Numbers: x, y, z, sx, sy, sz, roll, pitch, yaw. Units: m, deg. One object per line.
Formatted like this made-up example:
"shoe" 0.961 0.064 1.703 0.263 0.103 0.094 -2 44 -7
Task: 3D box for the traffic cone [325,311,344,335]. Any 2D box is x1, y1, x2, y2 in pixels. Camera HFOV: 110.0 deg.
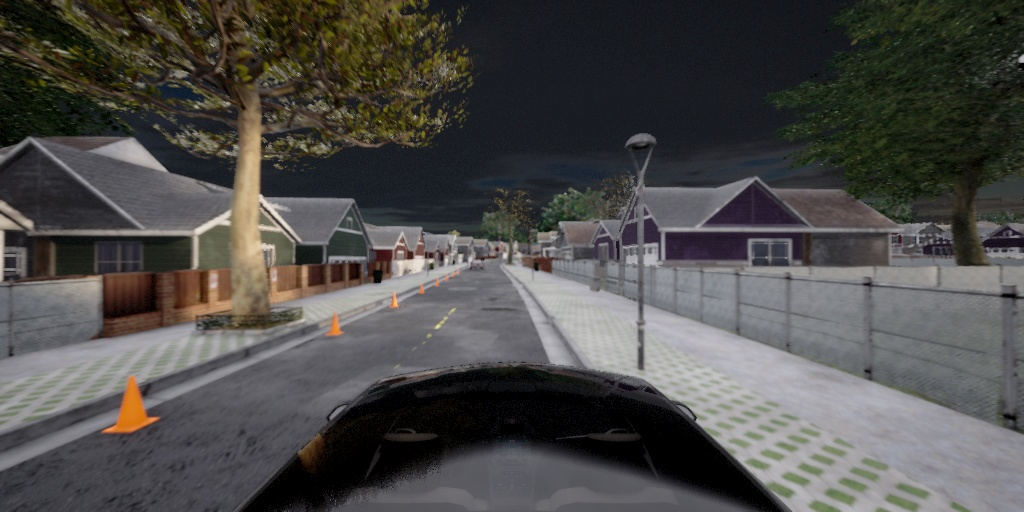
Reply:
"traffic cone" -4.542 1.702 9.205 0.340 0.580 0.340 0 0 -1

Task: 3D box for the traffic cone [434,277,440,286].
"traffic cone" -5.029 1.697 24.123 0.340 0.580 0.340 0 0 -3

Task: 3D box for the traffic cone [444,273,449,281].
"traffic cone" -5.290 1.694 29.091 0.340 0.580 0.340 0 0 -3

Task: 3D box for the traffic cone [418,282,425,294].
"traffic cone" -4.817 1.698 19.151 0.340 0.580 0.340 0 0 -2

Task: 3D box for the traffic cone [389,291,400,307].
"traffic cone" -4.655 1.699 14.179 0.340 0.580 0.340 0 0 -2

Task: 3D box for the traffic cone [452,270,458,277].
"traffic cone" -5.589 1.689 34.075 0.340 0.580 0.340 0 0 -3

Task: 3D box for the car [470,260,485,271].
"car" -4.795 1.232 49.394 1.812 1.442 4.674 0 0 -9

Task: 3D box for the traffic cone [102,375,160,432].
"traffic cone" -4.480 1.707 4.229 0.340 0.580 0.340 0 0 0
